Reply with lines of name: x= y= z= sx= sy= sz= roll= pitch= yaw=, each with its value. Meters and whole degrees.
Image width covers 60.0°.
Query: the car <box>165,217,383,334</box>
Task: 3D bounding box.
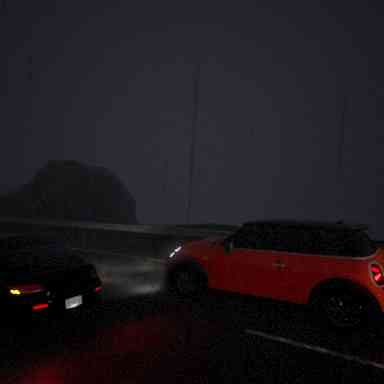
car: x=1.616 y=1.342 z=6.964 sx=4.553 sy=1.767 sz=2.097 roll=0 pitch=0 yaw=35

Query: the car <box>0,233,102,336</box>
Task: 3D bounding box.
car: x=-3.734 y=1.521 z=6.368 sx=4.674 sy=1.442 sz=1.812 roll=0 pitch=0 yaw=33
